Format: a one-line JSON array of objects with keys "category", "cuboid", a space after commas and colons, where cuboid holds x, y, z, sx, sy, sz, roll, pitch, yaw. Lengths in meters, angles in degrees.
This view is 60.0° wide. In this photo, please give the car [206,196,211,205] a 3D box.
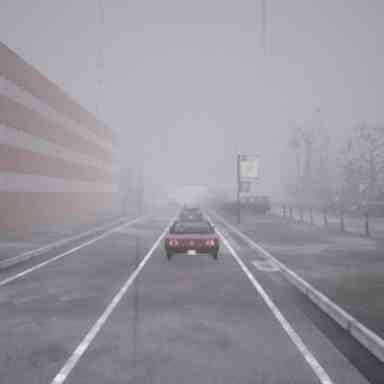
[{"category": "car", "cuboid": [5.949, 1.992, 63.402, 5.366, 1.575, 1.946, 0, 0, -1]}]

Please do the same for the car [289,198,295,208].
[{"category": "car", "cuboid": [18.523, 1.902, 52.398, 5.008, 1.535, 2.097, 0, 0, -1]}]

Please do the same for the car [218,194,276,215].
[{"category": "car", "cuboid": [6.184, 1.523, 37.973, 5.566, 2.045, 2.435, 0, -1, -1]}]

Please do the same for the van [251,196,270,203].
[{"category": "van", "cuboid": [17.816, 1.957, 86.276, 4.442, 1.987, 1.878, 0, 0, -1]}]

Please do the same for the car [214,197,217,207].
[{"category": "car", "cuboid": [6.010, 1.918, 49.272, 4.674, 1.452, 2.002, 0, 0, -1]}]

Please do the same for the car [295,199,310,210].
[{"category": "car", "cuboid": [18.574, 1.880, 49.575, 4.892, 1.521, 2.231, 0, -1, -1]}]

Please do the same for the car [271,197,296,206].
[{"category": "car", "cuboid": [18.307, 1.895, 66.640, 4.553, 1.767, 2.185, 0, 0, -1]}]

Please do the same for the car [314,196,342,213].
[{"category": "car", "cuboid": [18.702, 1.553, 41.231, 5.566, 2.045, 2.435, 0, -1, -1]}]

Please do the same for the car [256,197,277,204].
[{"category": "car", "cuboid": [17.999, 2.012, 80.754, 4.553, 1.767, 2.185, 0, 0, -1]}]

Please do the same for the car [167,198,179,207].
[{"category": "car", "cuboid": [-3.664, 1.907, 64.624, 2.097, 1.767, 4.553, 0, 0, 0]}]

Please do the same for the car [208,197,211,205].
[{"category": "car", "cuboid": [5.811, 2.011, 60.573, 4.674, 1.452, 2.002, 0, 0, -1]}]

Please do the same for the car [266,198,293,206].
[{"category": "car", "cuboid": [18.232, 2.044, 69.461, 5.008, 1.535, 2.097, 0, 0, -1]}]

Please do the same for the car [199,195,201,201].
[{"category": "car", "cuboid": [5.218, 2.216, 94.498, 4.674, 1.452, 2.002, 0, 1, -1]}]

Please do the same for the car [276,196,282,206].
[{"category": "car", "cuboid": [18.381, 1.974, 60.992, 5.008, 1.535, 2.097, 0, 0, -1]}]

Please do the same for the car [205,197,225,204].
[{"category": "car", "cuboid": [5.496, 2.009, 80.351, 4.553, 1.767, 2.185, 0, 0, -1]}]

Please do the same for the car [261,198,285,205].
[{"category": "car", "cuboid": [18.137, 2.091, 74.983, 4.892, 1.521, 2.231, 0, 0, -1]}]

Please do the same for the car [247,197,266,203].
[{"category": "car", "cuboid": [17.830, 2.198, 92.056, 5.008, 1.535, 2.097, 0, 1, -1]}]

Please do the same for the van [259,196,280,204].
[{"category": "van", "cuboid": [18.199, 1.887, 77.811, 4.442, 1.987, 1.878, 0, -1, -1]}]

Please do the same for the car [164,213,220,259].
[{"category": "car", "cuboid": [0.008, 1.736, 13.247, 1.895, 1.301, 4.718, 0, -1, 0]}]

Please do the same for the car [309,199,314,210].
[{"category": "car", "cuboid": [18.688, 1.831, 43.929, 4.892, 1.521, 2.231, 0, -1, -1]}]

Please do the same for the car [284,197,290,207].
[{"category": "car", "cuboid": [18.474, 1.926, 55.221, 5.008, 1.535, 2.097, 0, -1, -1]}]

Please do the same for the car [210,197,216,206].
[{"category": "car", "cuboid": [5.884, 1.954, 54.922, 4.792, 1.488, 2.163, 0, 0, -1]}]

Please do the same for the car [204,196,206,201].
[{"category": "car", "cuboid": [5.800, 2.062, 71.877, 5.366, 1.575, 1.946, 0, 0, -1]}]

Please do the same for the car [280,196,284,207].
[{"category": "car", "cuboid": [18.458, 1.979, 58.045, 4.792, 1.488, 2.163, 0, -1, -1]}]

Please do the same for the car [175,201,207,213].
[{"category": "car", "cuboid": [-0.044, 1.780, 28.511, 2.128, 1.511, 4.902, 0, 0, 0]}]

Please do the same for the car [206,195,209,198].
[{"category": "car", "cuboid": [5.695, 1.916, 69.050, 4.553, 1.767, 2.185, 0, 0, -1]}]

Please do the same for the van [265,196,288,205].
[{"category": "van", "cuboid": [18.295, 1.840, 72.161, 4.442, 1.987, 1.878, 0, 0, -1]}]

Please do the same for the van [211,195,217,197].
[{"category": "van", "cuboid": [5.980, 1.722, 57.752, 4.442, 1.987, 1.878, 0, 0, -1]}]

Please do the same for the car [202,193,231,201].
[{"category": "car", "cuboid": [5.593, 1.837, 74.702, 5.566, 2.045, 2.435, 0, 0, -1]}]

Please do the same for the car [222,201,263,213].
[{"category": "car", "cuboid": [6.160, 1.841, 40.795, 4.674, 1.452, 2.002, 0, -1, -1]}]

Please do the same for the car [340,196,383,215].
[{"category": "car", "cuboid": [18.769, 1.615, 35.451, 4.553, 1.767, 2.185, 0, 0, -1]}]
